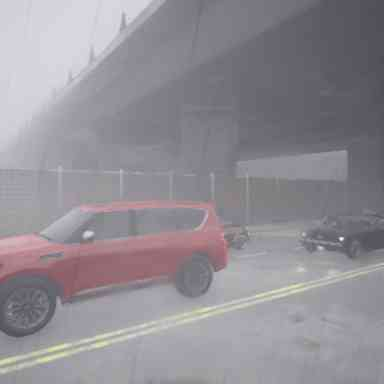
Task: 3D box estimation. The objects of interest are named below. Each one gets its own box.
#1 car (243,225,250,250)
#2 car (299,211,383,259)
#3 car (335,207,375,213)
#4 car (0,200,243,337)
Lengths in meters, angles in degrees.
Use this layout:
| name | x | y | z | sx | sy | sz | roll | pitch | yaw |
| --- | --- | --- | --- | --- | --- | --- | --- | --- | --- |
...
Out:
| name | x | y | z | sx | sy | sz | roll | pitch | yaw |
| --- | --- | --- | --- | --- | --- | --- | --- | --- | --- |
| car | 0.254 | 1.570 | 12.758 | 4.181 | 1.385 | 1.994 | 0 | 0 | -35 |
| car | 6.222 | 1.610 | 12.699 | 4.718 | 1.301 | 1.895 | 0 | 0 | -35 |
| car | 9.431 | 1.577 | 19.290 | 4.181 | 1.385 | 1.994 | 0 | 0 | -35 |
| car | -1.743 | 1.224 | 7.040 | 5.566 | 2.045 | 2.150 | 0 | 0 | -36 |
